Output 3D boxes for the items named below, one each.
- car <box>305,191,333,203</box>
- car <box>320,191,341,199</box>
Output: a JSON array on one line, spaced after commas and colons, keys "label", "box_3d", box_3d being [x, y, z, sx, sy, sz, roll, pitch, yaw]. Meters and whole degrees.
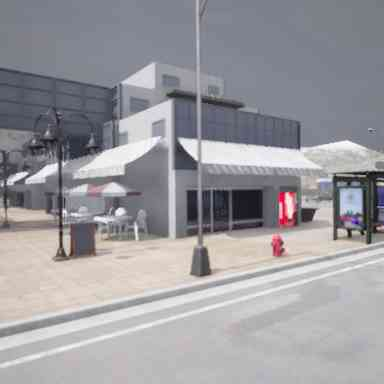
[{"label": "car", "box_3d": [18.890, 0.741, 49.055, 5.027, 1.636, 2.152, -1, 1, -36]}, {"label": "car", "box_3d": [28.023, 0.638, 67.244, 4.514, 1.523, 2.007, -1, 1, -36]}]
